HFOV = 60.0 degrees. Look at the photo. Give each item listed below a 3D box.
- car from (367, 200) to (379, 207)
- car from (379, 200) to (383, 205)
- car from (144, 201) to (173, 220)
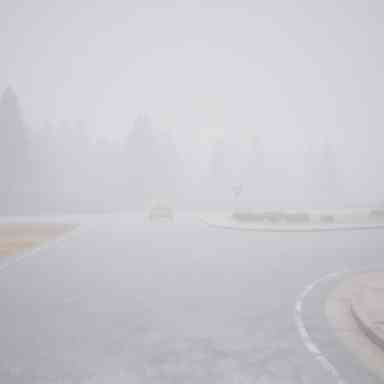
[{"bbox_3d":[28.569,1.855,50.209,4.181,1.385,1.994,0,0,-21],"label":"car"},{"bbox_3d":[26.432,1.700,42.325,4.193,1.474,1.816,0,-6,-24],"label":"car"},{"bbox_3d":[-2.992,1.564,29.186,1.882,1.535,5.008,0,-1,-15],"label":"car"}]
